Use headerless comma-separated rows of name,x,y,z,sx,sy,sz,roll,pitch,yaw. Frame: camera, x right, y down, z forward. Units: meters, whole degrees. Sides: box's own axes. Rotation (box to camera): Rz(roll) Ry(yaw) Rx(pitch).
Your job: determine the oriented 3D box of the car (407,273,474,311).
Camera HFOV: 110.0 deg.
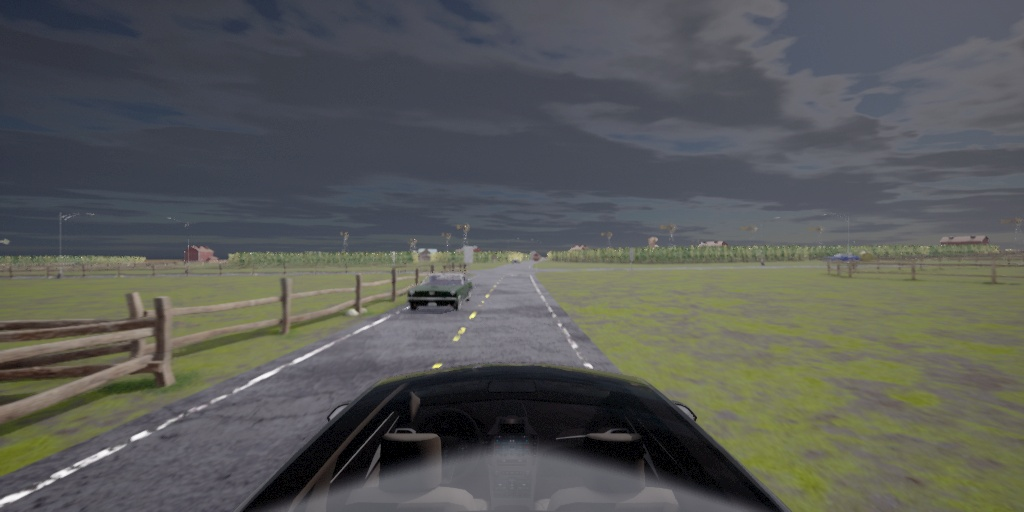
car,-2.759,1.372,14.657,1.895,1.301,4.718,0,0,1
